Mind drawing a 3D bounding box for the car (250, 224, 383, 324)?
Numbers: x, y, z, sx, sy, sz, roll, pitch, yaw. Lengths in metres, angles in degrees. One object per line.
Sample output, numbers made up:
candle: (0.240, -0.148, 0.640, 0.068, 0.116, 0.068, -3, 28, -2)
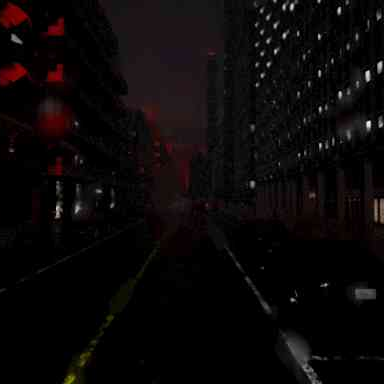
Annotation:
car: (2.705, 1.645, 7.255, 1.947, 1.339, 4.313, 1, -1, 0)

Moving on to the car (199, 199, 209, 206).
car: (2.692, 2.310, 73.829, 2.008, 1.369, 4.403, 1, -1, 0)

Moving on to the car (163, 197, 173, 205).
car: (-5.685, 2.128, 79.298, 2.192, 1.841, 5.009, 1, -1, 0)

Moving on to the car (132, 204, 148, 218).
car: (-5.680, 1.910, 34.924, 1.887, 1.381, 4.507, 1, -1, 0)

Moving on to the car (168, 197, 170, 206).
car: (-5.686, 2.192, 62.657, 1.887, 1.381, 4.507, 1, -1, 0)

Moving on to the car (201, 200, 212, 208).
car: (2.694, 2.193, 62.734, 1.887, 1.381, 4.507, 1, -1, 0)

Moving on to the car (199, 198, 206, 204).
car: (2.690, 2.397, 85.094, 1.752, 1.417, 4.829, 1, -1, 0)

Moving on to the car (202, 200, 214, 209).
car: (2.696, 2.137, 57.186, 1.887, 1.381, 4.507, 1, -1, 0)

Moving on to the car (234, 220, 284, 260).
car: (2.703, 1.703, 12.803, 1.947, 1.339, 4.313, 1, -1, 0)

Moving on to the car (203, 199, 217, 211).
car: (2.698, 1.977, 51.639, 1.967, 1.590, 4.097, 1, -1, 0)

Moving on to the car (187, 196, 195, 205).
car: (-0.013, 1.913, 76.206, 2.150, 2.045, 5.566, 0, -1, 0)

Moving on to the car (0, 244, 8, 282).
car: (-5.676, 1.660, 7.190, 1.802, 1.307, 4.206, 1, -1, 0)

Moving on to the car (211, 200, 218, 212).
car: (2.698, 2.024, 46.090, 1.887, 1.381, 4.507, 1, -1, 0)

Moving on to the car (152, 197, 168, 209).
car: (-5.683, 2.032, 57.110, 1.967, 1.590, 4.097, 1, -1, 0)

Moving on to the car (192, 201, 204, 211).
car: (0.872, 2.051, 50.568, 1.812, 1.442, 4.674, 0, -1, 0)

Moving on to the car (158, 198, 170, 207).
car: (-5.684, 2.143, 68.204, 1.967, 1.590, 4.097, 1, -1, 0)

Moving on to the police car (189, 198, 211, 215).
police car: (0.894, 1.850, 40.678, 1.930, 1.638, 5.238, 0, -1, 0)

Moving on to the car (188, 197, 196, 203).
car: (-0.016, 2.192, 91.147, 2.097, 1.767, 4.553, 0, -1, 0)

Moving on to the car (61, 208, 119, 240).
car: (-5.678, 1.745, 18.284, 2.008, 1.369, 4.403, 1, -1, 0)

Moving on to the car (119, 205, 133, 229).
car: (-5.679, 1.834, 23.829, 1.802, 1.307, 4.206, 1, -1, 0)

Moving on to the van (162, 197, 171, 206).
van: (-5.684, 2.099, 73.752, 1.690, 1.788, 3.998, 1, -1, 0)

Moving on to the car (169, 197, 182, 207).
car: (-3.036, 2.163, 64.632, 2.128, 1.511, 4.902, 0, -1, 1)
